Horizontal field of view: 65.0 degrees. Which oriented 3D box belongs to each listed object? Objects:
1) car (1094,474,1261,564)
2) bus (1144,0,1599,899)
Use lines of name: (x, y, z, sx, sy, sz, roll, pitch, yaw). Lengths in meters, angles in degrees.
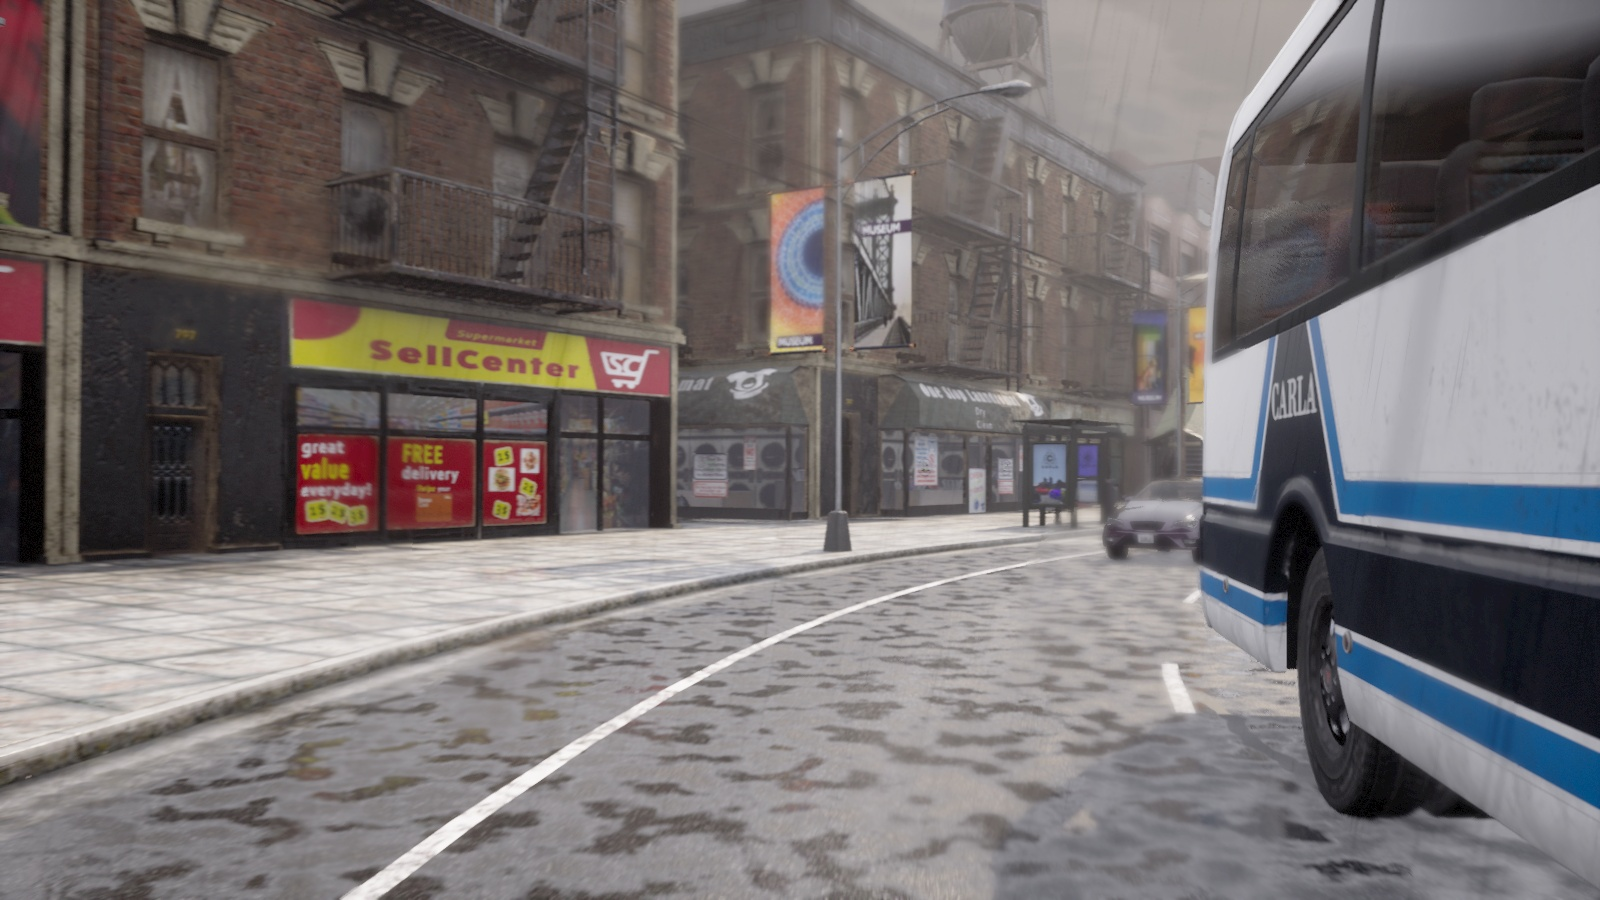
car: (7.038, 1.195, 23.149, 1.816, 1.474, 4.193, -1, -1, 33)
bus: (3.536, -0.522, 3.035, 3.944, 4.253, 10.273, -1, -1, 8)
